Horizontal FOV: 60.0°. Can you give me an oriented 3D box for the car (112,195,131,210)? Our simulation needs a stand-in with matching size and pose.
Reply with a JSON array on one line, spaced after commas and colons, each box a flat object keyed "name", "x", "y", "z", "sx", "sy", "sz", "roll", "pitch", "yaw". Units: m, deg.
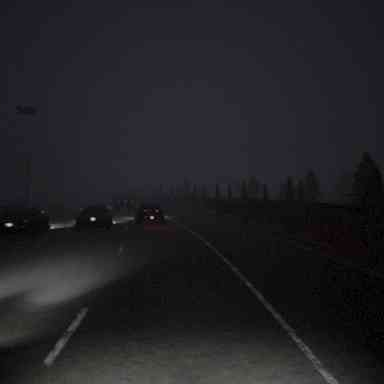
[{"name": "car", "x": -8.364, "y": 1.174, "z": 39.737, "sx": 2.097, "sy": 1.767, "sz": 4.553, "roll": 0, "pitch": 0, "yaw": -22}]

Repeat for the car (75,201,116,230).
[{"name": "car", "x": -5.927, "y": 1.476, "z": 20.433, "sx": 1.994, "sy": 1.385, "sz": 4.181, "roll": 0, "pitch": 0, "yaw": -12}]

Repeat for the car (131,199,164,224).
[{"name": "car", "x": -3.148, "y": 1.394, "z": 23.905, "sx": 1.837, "sy": 1.490, "sz": 4.892, "roll": 0, "pitch": 0, "yaw": -13}]

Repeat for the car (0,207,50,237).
[{"name": "car", "x": -8.897, "y": 1.498, "z": 17.531, "sx": 1.994, "sy": 1.385, "sz": 4.181, "roll": 0, "pitch": 0, "yaw": -11}]
